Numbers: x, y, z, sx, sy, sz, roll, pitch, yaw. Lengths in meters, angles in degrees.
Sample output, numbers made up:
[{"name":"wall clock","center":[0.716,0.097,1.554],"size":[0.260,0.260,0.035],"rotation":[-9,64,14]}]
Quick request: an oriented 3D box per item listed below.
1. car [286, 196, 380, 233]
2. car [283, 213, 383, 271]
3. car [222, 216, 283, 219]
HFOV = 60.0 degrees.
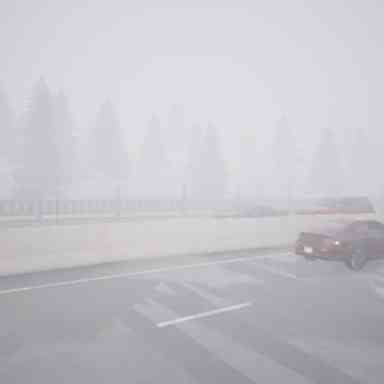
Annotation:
[{"name":"car","center":[8.801,1.261,20.656],"size":[5.566,2.045,2.150],"rotation":[0,0,-24]},{"name":"car","center":[5.440,1.551,10.938],"size":[4.674,1.442,1.812],"rotation":[0,0,-29]},{"name":"car","center":[4.070,1.557,22.297],"size":[5.357,1.411,2.033],"rotation":[0,0,-26]}]
